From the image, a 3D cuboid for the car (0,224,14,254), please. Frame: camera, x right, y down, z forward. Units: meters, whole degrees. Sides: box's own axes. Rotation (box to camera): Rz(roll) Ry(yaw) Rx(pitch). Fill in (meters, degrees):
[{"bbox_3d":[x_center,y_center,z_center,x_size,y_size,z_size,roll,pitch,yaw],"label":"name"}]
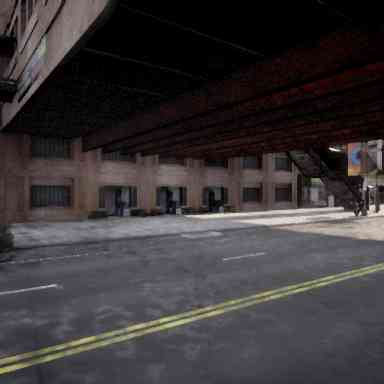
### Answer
[{"bbox_3d":[-8.261,1.476,10.266,4.892,1.521,2.231,0,0,-26],"label":"car"}]
